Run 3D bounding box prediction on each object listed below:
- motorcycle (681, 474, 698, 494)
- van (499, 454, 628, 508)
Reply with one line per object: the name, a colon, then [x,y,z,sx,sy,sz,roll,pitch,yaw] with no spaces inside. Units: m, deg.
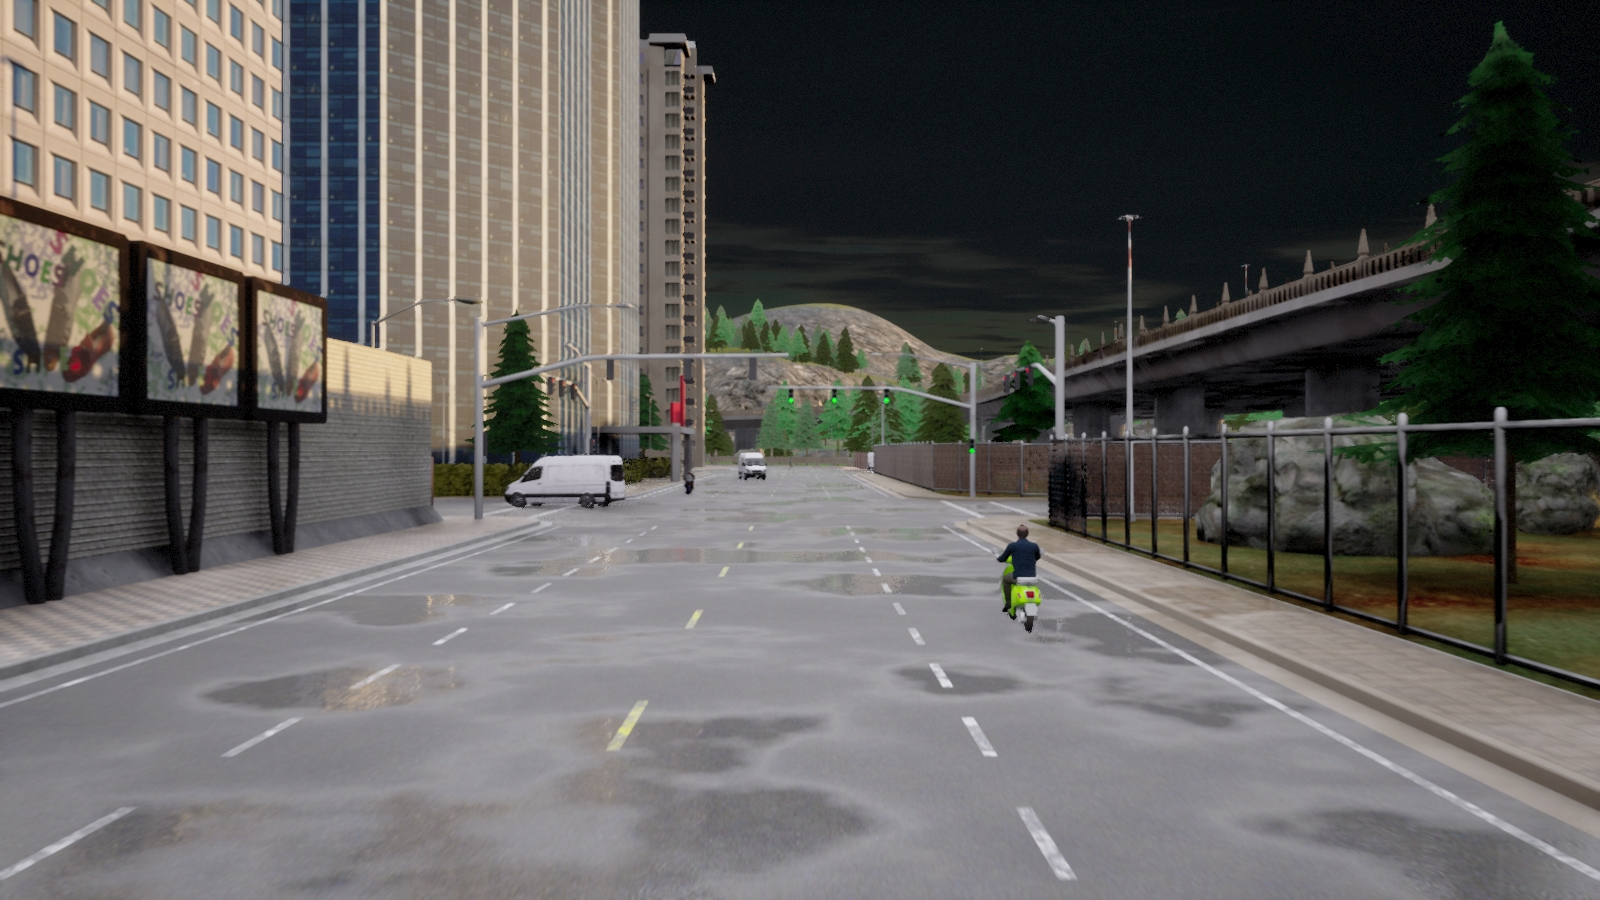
motorcycle: [-6.990,2.144,72.325,0.867,1.251,2.209,0,0,0]
van: [-11.610,1.521,56.105,5.915,2.561,1.988,0,-1,15]
